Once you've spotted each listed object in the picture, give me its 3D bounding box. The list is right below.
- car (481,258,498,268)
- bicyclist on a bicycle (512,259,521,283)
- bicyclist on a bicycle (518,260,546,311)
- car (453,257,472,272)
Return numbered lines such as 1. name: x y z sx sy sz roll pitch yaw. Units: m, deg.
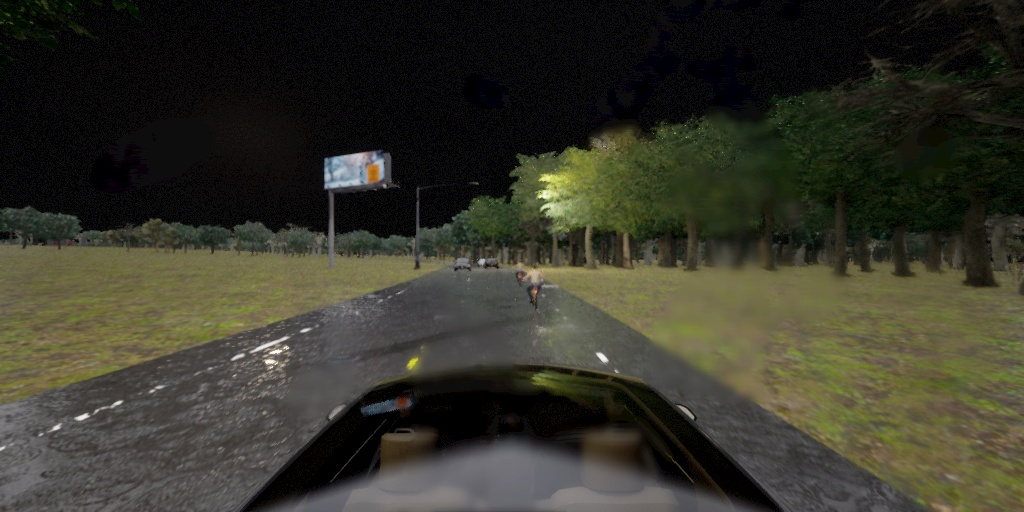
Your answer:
1. car: -3.029 1.003 51.303 1.837 1.490 4.892 0 -1 -7
2. bicyclist on a bicycle: 0.463 0.992 21.477 0.866 1.612 1.509 0 0 -3
3. bicyclist on a bicycle: 0.795 1.062 12.777 0.866 1.612 1.509 0 1 -2
4. car: -5.520 0.958 40.458 1.837 1.490 4.892 0 1 -5
